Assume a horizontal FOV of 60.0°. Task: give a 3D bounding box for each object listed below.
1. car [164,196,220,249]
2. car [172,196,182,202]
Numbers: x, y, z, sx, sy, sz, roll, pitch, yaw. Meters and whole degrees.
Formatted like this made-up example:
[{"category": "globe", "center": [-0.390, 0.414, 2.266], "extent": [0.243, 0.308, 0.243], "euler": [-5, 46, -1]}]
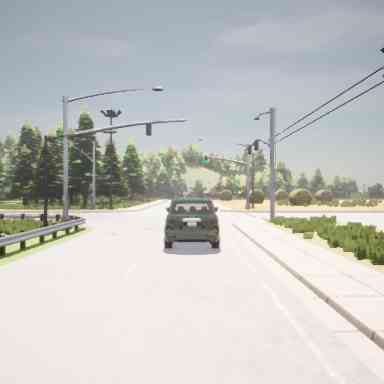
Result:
[{"category": "car", "center": [0.000, 1.255, 14.680], "extent": [2.150, 2.045, 5.566], "euler": [0, 0, 0]}, {"category": "car", "center": [-3.500, 1.544, 77.226], "extent": [1.994, 1.385, 4.181], "euler": [0, 0, 0]}]
